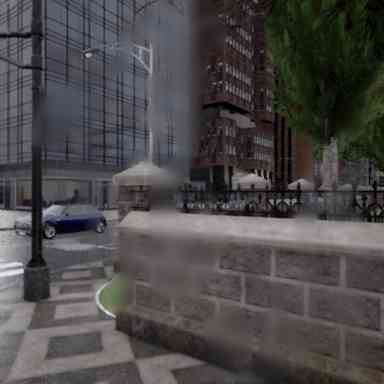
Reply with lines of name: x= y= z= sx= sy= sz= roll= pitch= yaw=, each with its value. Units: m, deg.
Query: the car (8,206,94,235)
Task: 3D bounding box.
car: x=-8.445 y=1.618 z=20.222 sx=2.008 sy=1.369 sz=4.403 roll=0 pitch=-1 yaw=36

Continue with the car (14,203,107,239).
car: x=-6.877 y=1.415 z=17.834 sx=2.097 sy=1.767 sz=4.553 roll=0 pitch=0 yaw=36
